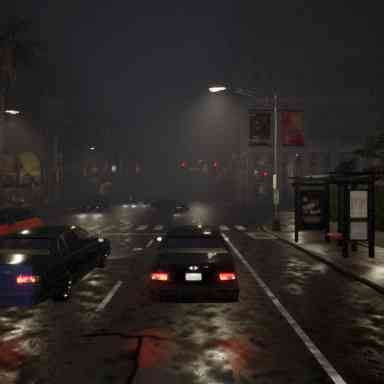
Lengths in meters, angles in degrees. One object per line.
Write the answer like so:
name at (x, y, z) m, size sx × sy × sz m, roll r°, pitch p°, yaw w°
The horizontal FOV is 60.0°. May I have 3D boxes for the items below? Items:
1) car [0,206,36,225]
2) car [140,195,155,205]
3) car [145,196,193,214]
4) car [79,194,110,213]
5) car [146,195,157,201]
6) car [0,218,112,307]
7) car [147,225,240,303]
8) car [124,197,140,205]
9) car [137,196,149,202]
car at (-7.167, 1.352, 11.847) m, size 2.097 × 1.767 × 4.553 m, roll 0°, pitch 0°, yaw 0°
car at (-7.506, 1.505, 58.817) m, size 1.837 × 1.490 × 4.892 m, roll 0°, pitch 0°, yaw 0°
car at (-2.535, 1.505, 36.160) m, size 4.892 × 1.490 × 1.837 m, roll 0°, pitch 2°, yaw 44°
car at (-10.862, 1.221, 37.530) m, size 2.150 × 2.045 × 5.566 m, roll 0°, pitch 0°, yaw 0°
car at (-10.694, 1.478, 88.693) m, size 1.882 × 1.535 × 5.008 m, roll 0°, pitch 0°, yaw 6°
car at (-3.475, 1.547, 8.215) m, size 2.033 × 1.411 × 5.357 m, roll 0°, pitch 0°, yaw 0°
car at (0.025, 1.547, 8.400) m, size 2.033 × 1.411 × 5.357 m, roll 0°, pitch 0°, yaw 0°
car at (-11.002, 1.601, 60.304) m, size 1.895 × 1.301 × 4.718 m, roll 0°, pitch 0°, yaw 0°
car at (-11.048, 1.540, 75.246) m, size 2.033 × 1.411 × 5.357 m, roll 0°, pitch 0°, yaw 0°
